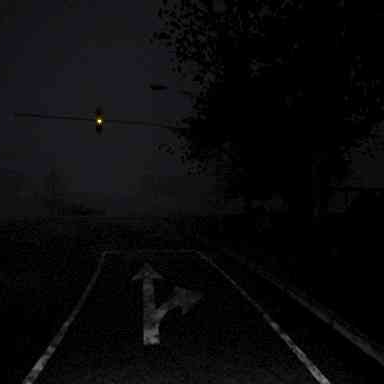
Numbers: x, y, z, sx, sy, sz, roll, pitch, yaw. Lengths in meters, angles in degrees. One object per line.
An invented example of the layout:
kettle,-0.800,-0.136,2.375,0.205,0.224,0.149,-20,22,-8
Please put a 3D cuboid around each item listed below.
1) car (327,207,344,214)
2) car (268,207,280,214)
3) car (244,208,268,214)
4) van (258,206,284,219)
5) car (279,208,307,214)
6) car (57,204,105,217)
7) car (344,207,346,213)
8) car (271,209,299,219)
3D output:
car,25.849,4.181,64.264,2.097,1.535,5.008,4,-8,-36
car,15.824,3.417,56.251,4.553,1.767,2.097,1,-6,-16
car,11.623,3.971,60.014,1.946,1.575,5.366,4,-8,-36
van,14.446,3.793,60.911,1.878,1.987,4.442,4,-8,-36
car,16.824,3.345,53.412,4.181,1.385,1.994,1,-6,-16
car,-11.901,2.049,35.929,4.902,1.511,2.128,2,-5,-16
car,28.690,3.975,65.125,2.435,2.045,5.566,3,-8,-36
car,17.227,4.097,61.817,2.163,1.488,4.792,3,-7,-36
